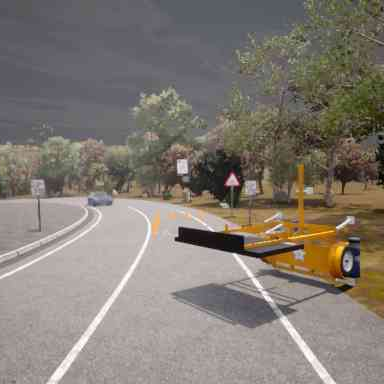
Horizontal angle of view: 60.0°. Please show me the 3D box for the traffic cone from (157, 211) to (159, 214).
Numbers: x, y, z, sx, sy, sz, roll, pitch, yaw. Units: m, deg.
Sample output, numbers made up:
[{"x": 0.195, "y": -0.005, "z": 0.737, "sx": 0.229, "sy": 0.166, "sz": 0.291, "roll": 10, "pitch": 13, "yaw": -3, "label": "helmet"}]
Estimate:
[{"x": -2.159, "y": 1.636, "z": 20.511, "sx": 0.340, "sy": 0.580, "sz": 0.340, "roll": -1, "pitch": 2, "yaw": -4, "label": "traffic cone"}]

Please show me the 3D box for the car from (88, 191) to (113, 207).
[{"x": -10.562, "y": 0.709, "z": 38.113, "sx": 2.097, "sy": 1.767, "sz": 4.553, "roll": -3, "pitch": 2, "yaw": -28, "label": "car"}]

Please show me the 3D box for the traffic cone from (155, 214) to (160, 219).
[{"x": -2.009, "y": 1.694, "z": 18.519, "sx": 0.340, "sy": 0.580, "sz": 0.340, "roll": -1, "pitch": 2, "yaw": -4, "label": "traffic cone"}]

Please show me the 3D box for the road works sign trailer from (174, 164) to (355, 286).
[{"x": 1.687, "y": 0.774, "z": 7.440, "sx": 3.560, "sy": 2.880, "sz": 2.380, "roll": -1, "pitch": 1, "yaw": -38, "label": "road works sign trailer"}]

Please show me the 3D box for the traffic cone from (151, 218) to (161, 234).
[{"x": -1.861, "y": 1.751, "z": 16.524, "sx": 0.340, "sy": 0.580, "sz": 0.340, "roll": -1, "pitch": 2, "yaw": -4, "label": "traffic cone"}]
